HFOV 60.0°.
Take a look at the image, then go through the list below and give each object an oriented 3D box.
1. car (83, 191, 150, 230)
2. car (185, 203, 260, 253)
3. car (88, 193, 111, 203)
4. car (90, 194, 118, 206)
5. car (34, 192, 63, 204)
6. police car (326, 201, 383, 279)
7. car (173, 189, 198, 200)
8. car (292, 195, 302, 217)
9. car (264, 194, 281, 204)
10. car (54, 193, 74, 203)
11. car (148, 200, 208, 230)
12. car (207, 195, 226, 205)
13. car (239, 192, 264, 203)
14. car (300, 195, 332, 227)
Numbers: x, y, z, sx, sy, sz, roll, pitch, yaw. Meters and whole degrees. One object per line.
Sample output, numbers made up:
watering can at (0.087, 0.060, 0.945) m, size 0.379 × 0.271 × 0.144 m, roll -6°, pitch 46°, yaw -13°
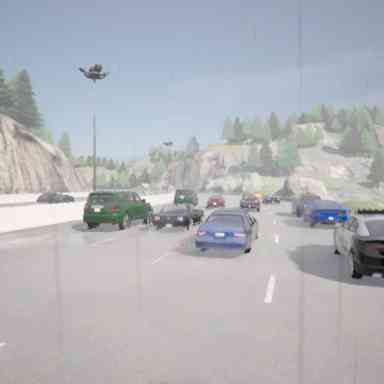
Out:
car at (-4.107, 0.956, 19.255) m, size 2.150 × 2.045 × 5.566 m, roll 0°, pitch 1°, yaw 14°
car at (1.535, 1.368, 12.986) m, size 2.033 × 1.411 × 5.357 m, roll 0°, pitch 1°, yaw 15°
car at (-13.708, 0.883, 49.545) m, size 1.994 × 1.385 × 4.181 m, roll 0°, pitch 1°, yaw 4°
car at (-10.954, 0.988, 41.878) m, size 1.994 × 1.385 × 4.181 m, roll 0°, pitch 1°, yaw 7°
car at (-20.807, 0.835, 48.504) m, size 1.837 × 1.490 × 4.892 m, roll 0°, pitch 1°, yaw 5°
police car at (5.265, 1.295, 9.486) m, size 1.930 × 1.638 × 5.238 m, roll 0°, pitch 1°, yaw 16°
car at (-0.668, 0.700, 37.713) m, size 2.150 × 2.045 × 5.566 m, roll 0°, pitch 0°, yaw 8°
car at (9.183, 0.991, 26.385) m, size 2.097 × 1.767 × 4.553 m, roll 0°, pitch 1°, yaw 11°
car at (10.848, 0.977, 45.758) m, size 1.895 × 1.301 × 4.718 m, roll 0°, pitch 1°, yaw 4°
car at (-17.633, 0.943, 45.063) m, size 1.994 × 1.385 × 4.181 m, roll 0°, pitch 1°, yaw 6°
car at (-0.624, 1.342, 18.792) m, size 1.895 × 1.301 × 4.718 m, roll 0°, pitch 1°, yaw 13°
car at (2.698, 1.022, 36.798) m, size 1.812 × 1.442 × 4.674 m, roll 0°, pitch 1°, yaw 8°
car at (5.663, 1.043, 32.807) m, size 2.128 × 1.511 × 4.902 m, roll 0°, pitch 1°, yaw 9°
car at (7.885, 1.205, 19.987) m, size 1.882 × 1.535 × 5.008 m, roll 0°, pitch 1°, yaw 12°
